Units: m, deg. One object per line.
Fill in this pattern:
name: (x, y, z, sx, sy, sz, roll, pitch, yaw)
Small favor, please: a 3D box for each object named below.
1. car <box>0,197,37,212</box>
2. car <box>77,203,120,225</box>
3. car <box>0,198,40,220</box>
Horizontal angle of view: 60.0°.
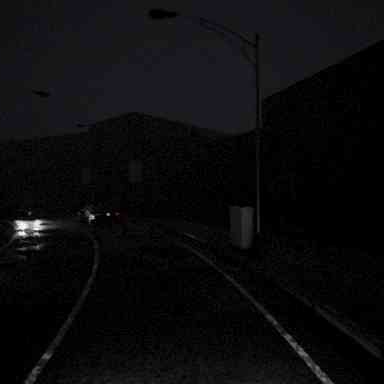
car: (-19.610, 1.361, 37.030, 4.902, 1.511, 2.128, 0, -1, 35)
car: (-6.796, 1.500, 23.847, 2.033, 1.411, 5.357, 0, 0, -32)
car: (-14.092, 1.386, 27.346, 2.128, 1.511, 4.902, 1, 0, -42)
